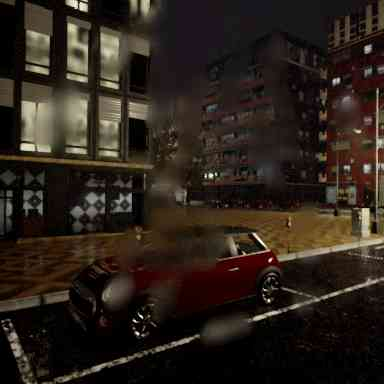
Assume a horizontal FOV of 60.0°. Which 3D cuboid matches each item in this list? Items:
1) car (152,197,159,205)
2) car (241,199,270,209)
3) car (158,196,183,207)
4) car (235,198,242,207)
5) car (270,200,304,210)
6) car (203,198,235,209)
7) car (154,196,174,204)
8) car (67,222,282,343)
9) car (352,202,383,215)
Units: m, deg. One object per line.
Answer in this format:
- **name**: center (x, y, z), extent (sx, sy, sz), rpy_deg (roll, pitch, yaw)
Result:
- **car**: center (-6.482, 1.759, 59.712), extent (1.887, 1.381, 4.507), rpy_deg (1, -1, -35)
- **car**: center (10.169, 1.794, 50.625), extent (1.887, 1.381, 4.507), rpy_deg (1, -1, -35)
- **car**: center (-3.217, 1.728, 55.076), extent (1.887, 1.381, 4.507), rpy_deg (1, -1, -35)
- **car**: center (6.903, 1.720, 55.261), extent (1.967, 1.590, 4.097), rpy_deg (1, -1, -35)
- **car**: center (13.433, 1.800, 45.988), extent (1.802, 1.307, 4.206), rpy_deg (1, -1, -35)
- **car**: center (3.314, 1.673, 45.803), extent (2.008, 1.369, 4.403), rpy_deg (1, -1, -35)
- **car**: center (-6.158, 1.718, 73.807), extent (2.192, 1.841, 5.009), rpy_deg (1, -1, -35)
- **car**: center (-0.200, 1.441, 6.395), extent (4.097, 1.590, 1.967), rpy_deg (0, 1, -35)
- **car**: center (19.964, 1.724, 36.716), extent (1.947, 1.339, 4.313), rpy_deg (1, -1, -35)
